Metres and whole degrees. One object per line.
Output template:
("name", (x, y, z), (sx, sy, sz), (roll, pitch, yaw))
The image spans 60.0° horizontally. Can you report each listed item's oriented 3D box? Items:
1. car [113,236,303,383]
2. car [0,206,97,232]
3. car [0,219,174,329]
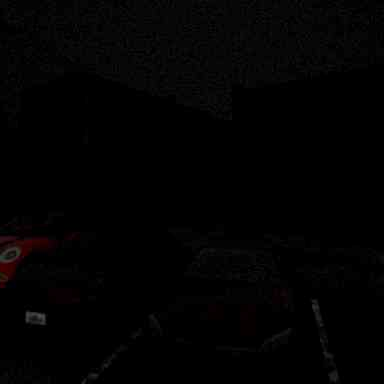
("car", (0.775, 1.521, 5.540), (2.002, 1.452, 4.674), (1, 0, 16))
("car", (-4.093, 1.344, 9.068), (2.185, 1.767, 4.553), (1, -1, 16))
("car", (-1.674, 1.504, 7.258), (2.163, 1.488, 4.792), (1, -1, 16))
